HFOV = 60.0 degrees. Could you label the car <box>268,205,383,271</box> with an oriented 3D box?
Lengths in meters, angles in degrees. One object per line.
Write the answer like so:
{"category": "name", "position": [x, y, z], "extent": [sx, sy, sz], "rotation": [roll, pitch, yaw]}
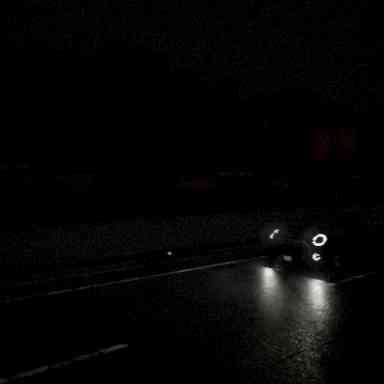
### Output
{"category": "car", "position": [4.574, 1.298, 10.833], "extent": [4.553, 1.767, 2.097], "rotation": [-1, 0, -35]}
